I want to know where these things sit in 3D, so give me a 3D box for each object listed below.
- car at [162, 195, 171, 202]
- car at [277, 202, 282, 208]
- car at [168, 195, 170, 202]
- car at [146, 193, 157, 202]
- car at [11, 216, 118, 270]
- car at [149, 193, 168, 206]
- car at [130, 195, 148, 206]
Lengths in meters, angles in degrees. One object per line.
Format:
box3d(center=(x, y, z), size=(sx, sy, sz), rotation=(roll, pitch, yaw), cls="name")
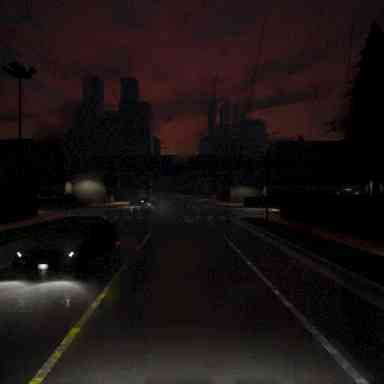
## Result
box3d(center=(-6.101, 1.517, 79.117), size=(1.837, 1.490, 4.892), rotation=(0, 0, -1), cls="car")
box3d(center=(13.961, 1.617, 45.113), size=(4.718, 1.301, 1.895), rotation=(0, 0, -2), cls="car")
box3d(center=(-5.782, 1.542, 64.867), size=(1.812, 1.442, 4.674), rotation=(0, 0, -1), cls="car")
box3d(center=(-9.628, 1.242, 80.122), size=(2.150, 2.045, 5.566), rotation=(0, 0, -1), cls="car")
box3d(center=(-3.891, 1.546, 11.301), size=(2.033, 1.411, 5.357), rotation=(0, 0, 0), cls="car")
box3d(center=(-5.576, 1.369, 55.588), size=(2.097, 1.767, 4.553), rotation=(0, 0, -2), cls="car")
box3d(center=(-9.140, 1.508, 55.692), size=(2.128, 1.511, 4.902), rotation=(0, 0, 0), cls="car")
